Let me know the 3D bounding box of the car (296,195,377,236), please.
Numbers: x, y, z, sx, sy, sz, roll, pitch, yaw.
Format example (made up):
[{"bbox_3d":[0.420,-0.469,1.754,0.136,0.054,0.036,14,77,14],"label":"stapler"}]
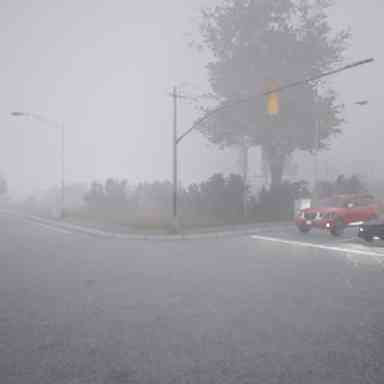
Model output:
[{"bbox_3d":[8.146,1.178,18.394,5.566,2.045,2.150,0,0,-35],"label":"car"}]

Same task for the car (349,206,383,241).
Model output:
[{"bbox_3d":[9.748,1.505,15.240,5.357,1.411,2.033,0,0,-36],"label":"car"}]
